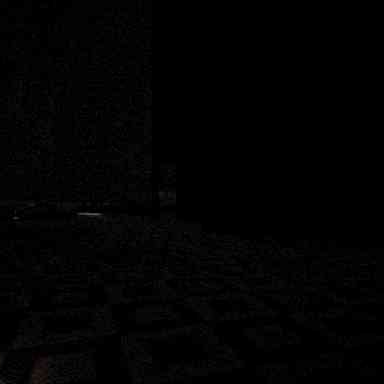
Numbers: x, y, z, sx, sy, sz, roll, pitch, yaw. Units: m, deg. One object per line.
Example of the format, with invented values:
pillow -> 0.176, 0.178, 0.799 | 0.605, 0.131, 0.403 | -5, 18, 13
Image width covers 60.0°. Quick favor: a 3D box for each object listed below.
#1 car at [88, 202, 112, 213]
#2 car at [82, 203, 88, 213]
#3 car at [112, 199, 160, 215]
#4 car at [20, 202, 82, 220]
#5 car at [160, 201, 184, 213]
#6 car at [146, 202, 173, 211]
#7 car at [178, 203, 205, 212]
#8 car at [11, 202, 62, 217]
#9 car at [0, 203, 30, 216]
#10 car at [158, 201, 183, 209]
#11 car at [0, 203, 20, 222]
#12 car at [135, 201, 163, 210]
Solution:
car -> -10.884, 2.011, 43.995 | 1.812, 1.442, 4.674 | 0, -1, 35
car -> -13.532, 2.015, 44.904 | 1.887, 1.381, 4.507 | -1, -2, 35
car -> -6.594, 1.790, 39.958 | 2.192, 1.841, 5.009 | -1, -2, 35
car -> -13.044, 1.823, 30.897 | 1.752, 1.417, 4.829 | -1, -2, 35
car -> -3.319, 2.113, 44.548 | 1.887, 1.381, 4.507 | -1, -2, 35
car -> -5.030, 2.216, 52.150 | 1.994, 1.385, 4.181 | 0, -1, 37
car -> -0.040, 2.245, 49.149 | 1.802, 1.307, 4.206 | -1, -2, 36
car -> -16.666, 1.851, 35.897 | 1.812, 1.442, 4.674 | 0, -1, 36
car -> -20.080, 1.841, 35.711 | 2.008, 1.369, 4.403 | -1, -1, 35
car -> -3.709, 2.304, 58.692 | 2.008, 1.369, 4.403 | -1, -2, 35
car -> -16.416, 1.774, 26.162 | 1.947, 1.339, 4.313 | -1, -2, 35
car -> -6.983, 2.208, 54.096 | 2.008, 1.369, 4.403 | -1, -2, 35
